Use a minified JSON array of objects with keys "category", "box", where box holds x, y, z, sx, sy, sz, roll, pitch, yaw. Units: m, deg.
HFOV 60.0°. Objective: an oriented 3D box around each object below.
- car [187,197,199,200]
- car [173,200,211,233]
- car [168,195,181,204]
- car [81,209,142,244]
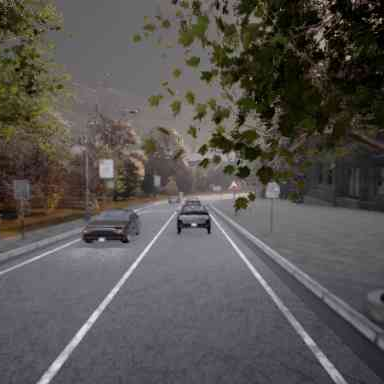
[{"category":"car","box":[0.112,1.410,39.855,1.837,1.490,4.892,0,1,0]},{"category":"car","box":[0.105,1.455,19.458,2.128,1.511,4.902,0,0,0]},{"category":"car","box":[-3.012,1.351,58.137,2.128,1.511,4.902,0,1,5]},{"category":"car","box":[-3.595,1.518,15.911,2.033,1.411,5.357,0,0,0]}]
